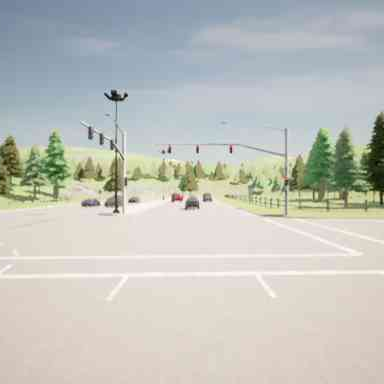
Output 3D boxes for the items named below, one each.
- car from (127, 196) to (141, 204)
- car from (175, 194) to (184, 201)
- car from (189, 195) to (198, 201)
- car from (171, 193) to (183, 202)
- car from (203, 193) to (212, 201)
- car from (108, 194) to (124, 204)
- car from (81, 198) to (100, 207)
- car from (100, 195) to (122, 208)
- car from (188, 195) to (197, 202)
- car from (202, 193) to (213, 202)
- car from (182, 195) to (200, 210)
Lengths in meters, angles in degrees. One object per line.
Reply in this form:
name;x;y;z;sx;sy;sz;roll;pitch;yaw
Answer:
car;-11.463;1.539;66.205;2.033;1.411;5.357;0;0;1
car;-3.172;1.408;84.676;1.882;1.535;5.008;0;0;2
car;0.327;1.455;84.581;2.128;1.511;4.902;0;0;2
car;-3.403;1.211;73.931;2.150;2.045;5.566;0;0;1
car;3.826;1.155;84.516;2.150;2.045;5.566;0;0;2
car;-14.957;1.344;65.873;2.097;1.767;4.553;0;0;0
car;-15.051;1.558;49.583;1.994;1.385;4.181;0;0;0
car;-11.552;1.500;48.992;1.837;1.490;4.892;0;0;0
car;0.100;1.465;74.311;1.882;1.535;5.008;0;0;1
car;3.596;1.527;73.892;2.033;1.411;5.357;0;0;1
car;0.035;1.498;43.292;1.837;1.490;4.892;0;0;0
